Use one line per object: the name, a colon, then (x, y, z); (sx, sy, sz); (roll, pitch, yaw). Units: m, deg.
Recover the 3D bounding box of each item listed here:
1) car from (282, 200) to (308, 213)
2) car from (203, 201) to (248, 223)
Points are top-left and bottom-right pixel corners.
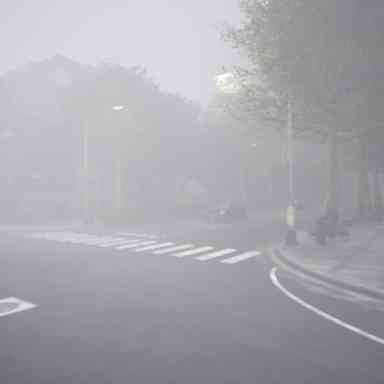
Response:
car: (12.949, 1.731, 41.562); (2.033, 1.411, 5.357); (-1, -1, 36)
car: (2.812, 1.571, 27.584); (2.097, 1.767, 4.553); (-1, -1, 36)
